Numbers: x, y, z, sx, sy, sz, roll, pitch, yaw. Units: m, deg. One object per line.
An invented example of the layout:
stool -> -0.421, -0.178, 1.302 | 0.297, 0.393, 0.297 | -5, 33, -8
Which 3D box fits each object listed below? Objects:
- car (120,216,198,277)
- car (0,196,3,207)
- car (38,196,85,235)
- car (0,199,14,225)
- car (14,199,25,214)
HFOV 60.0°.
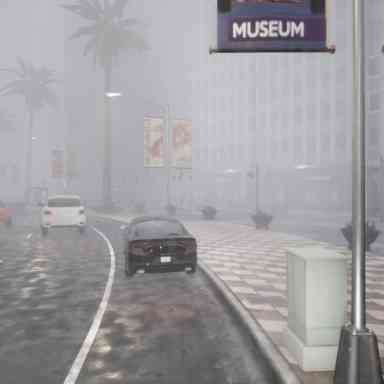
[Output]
car -> -1.184, 1.476, 10.449 | 1.882, 1.535, 5.008 | 0, 0, -13
car -> -31.008, 1.449, 51.164 | 2.231, 1.521, 4.892 | 0, 0, -44
car -> -7.595, 1.215, 19.309 | 2.150, 2.045, 5.566 | 0, 0, -25
car -> -14.038, 1.338, 23.265 | 2.097, 1.767, 4.553 | 0, 0, -34
car -> -18.537, 1.459, 33.805 | 1.882, 1.535, 5.008 | 0, 0, -43
